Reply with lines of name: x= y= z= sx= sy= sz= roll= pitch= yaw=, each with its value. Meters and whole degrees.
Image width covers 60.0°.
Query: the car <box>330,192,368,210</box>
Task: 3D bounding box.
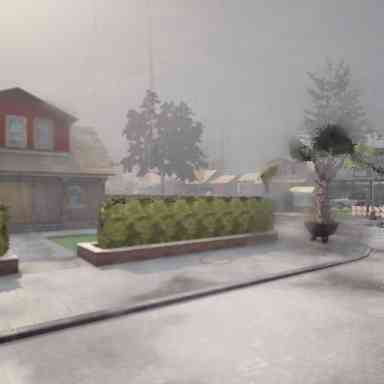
car: x=16.858 y=0.977 z=35.878 sx=3.866 sy=1.878 sz=1.905 roll=0 pitch=0 yaw=-1
